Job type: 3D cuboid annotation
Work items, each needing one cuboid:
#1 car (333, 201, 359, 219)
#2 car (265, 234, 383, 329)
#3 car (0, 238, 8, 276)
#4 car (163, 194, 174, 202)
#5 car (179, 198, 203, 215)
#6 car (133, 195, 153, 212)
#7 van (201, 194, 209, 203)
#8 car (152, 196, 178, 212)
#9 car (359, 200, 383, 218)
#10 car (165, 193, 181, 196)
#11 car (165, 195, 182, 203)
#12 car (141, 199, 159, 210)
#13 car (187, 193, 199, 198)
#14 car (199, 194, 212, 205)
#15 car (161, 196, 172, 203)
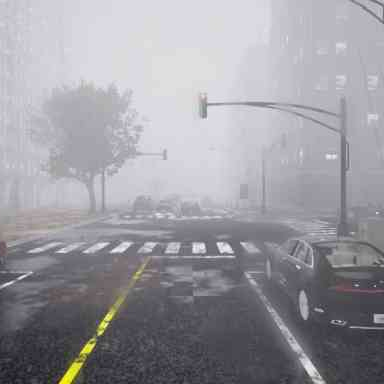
[{"bbox_3d":[13.478,1.350,26.255,4.403,1.369,2.008,-1,1,0],"label":"car"},{"bbox_3d":[2.701,1.551,6.872,2.008,1.369,4.403,0,0,0],"label":"car"},{"bbox_3d":[-5.679,1.545,6.889,1.887,1.381,4.507,0,0,0],"label":"car"},{"bbox_3d":[-5.532,1.386,77.937,2.192,1.841,5.009,0,0,0],"label":"car"},{"bbox_3d":[-0.078,1.617,34.700,1.895,1.301,4.718,0,0,0],"label":"car"},{"bbox_3d":[-5.613,1.336,39.277,2.192,1.841,5.009,0,0,0],"label":"car"},{"bbox_3d":[2.837,1.402,72.397,1.690,1.788,3.998,0,0,0],"label":"van"},{"bbox_3d":[-3.023,1.568,38.564,2.033,1.411,5.357,0,0,0],"label":"car"},{"bbox_3d":[15.306,1.321,23.682,5.357,1.411,2.033,-1,0,0],"label":"car"},{"bbox_3d":[-2.930,1.264,59.660,2.150,2.045,5.566,0,0,3],"label":"car"},{"bbox_3d":[-3.000,1.578,49.017,2.033,1.411,5.357,0,0,0],"label":"car"},{"bbox_3d":[-5.601,1.592,44.800,1.947,1.339,4.313,0,0,0],"label":"car"},{"bbox_3d":[0.241,1.274,68.393,2.150,2.045,5.566,0,0,0],"label":"car"},{"bbox_3d":[2.815,1.611,61.351,1.947,1.339,4.313,0,0,0],"label":"car"},{"bbox_3d":[-5.543,1.627,72.415,1.947,1.339,4.313,0,0,0],"label":"car"}]
